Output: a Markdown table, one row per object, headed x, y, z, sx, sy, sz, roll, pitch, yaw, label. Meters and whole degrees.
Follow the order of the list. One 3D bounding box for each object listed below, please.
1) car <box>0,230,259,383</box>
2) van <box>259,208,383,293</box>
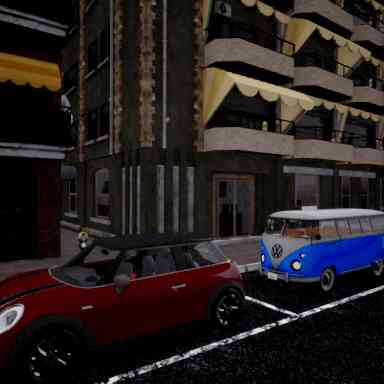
| x | y | z | sx | sy | sz | roll | pitch | yaw | label |
| --- | --- | --- | --- | --- | --- | --- | --- | --- | --- |
| -1.140 | 1.440 | 5.280 | 4.097 | 1.590 | 1.967 | 0 | 0 | -35 | car |
| 3.494 | 1.343 | 8.582 | 3.998 | 1.788 | 1.690 | 0 | 0 | -35 | van |
